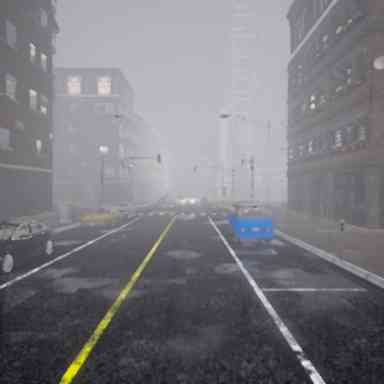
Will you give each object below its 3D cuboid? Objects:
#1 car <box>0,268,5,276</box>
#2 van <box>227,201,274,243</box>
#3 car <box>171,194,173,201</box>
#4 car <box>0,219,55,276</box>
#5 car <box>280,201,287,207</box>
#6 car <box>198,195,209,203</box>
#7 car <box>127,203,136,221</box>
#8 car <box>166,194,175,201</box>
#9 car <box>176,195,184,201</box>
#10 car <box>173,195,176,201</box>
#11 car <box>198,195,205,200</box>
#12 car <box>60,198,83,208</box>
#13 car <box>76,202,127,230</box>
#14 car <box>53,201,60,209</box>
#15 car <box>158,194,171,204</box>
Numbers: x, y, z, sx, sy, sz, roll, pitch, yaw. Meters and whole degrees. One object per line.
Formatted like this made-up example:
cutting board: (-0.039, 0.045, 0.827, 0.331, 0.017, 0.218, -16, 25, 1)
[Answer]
car: (-3.101, 1.564, 1.605, 1.994, 1.385, 4.181, 0, 0, 0)
van: (2.672, 1.339, 15.809, 1.690, 1.788, 3.998, -1, 0, 0)
car: (-5.718, 1.445, 70.886, 1.967, 1.590, 4.097, -1, 0, 0)
car: (-5.704, 1.549, 10.179, 2.008, 1.369, 4.403, -1, 0, 0)
car: (14.664, 1.469, 47.200, 4.313, 1.339, 1.947, 0, 1, 0)
car: (2.630, 1.550, 70.945, 1.887, 1.381, 4.507, -1, 0, 0)
car: (-5.708, 1.548, 27.171, 2.008, 1.369, 4.403, -1, 0, 0)
car: (-5.722, 1.453, 87.833, 1.967, 1.590, 4.097, -1, 0, 0)
car: (-3.019, 1.532, 85.026, 1.812, 1.442, 4.674, 0, 0, 0)
car: (-5.723, 1.325, 82.185, 2.192, 1.841, 5.009, -1, 0, 0)
car: (2.625, 1.567, 93.541, 2.008, 1.369, 4.403, -1, 0, 0)
car: (-17.895, 1.500, 47.139, 4.829, 1.417, 1.752, 0, 1, 0)
car: (-5.706, 1.522, 21.337, 1.752, 1.417, 4.829, -1, 0, 0)
car: (-19.814, 1.614, 41.446, 5.357, 1.411, 2.033, 0, 1, 0)
car: (-5.715, 1.548, 65.237, 1.887, 1.381, 4.507, -1, 0, 0)
